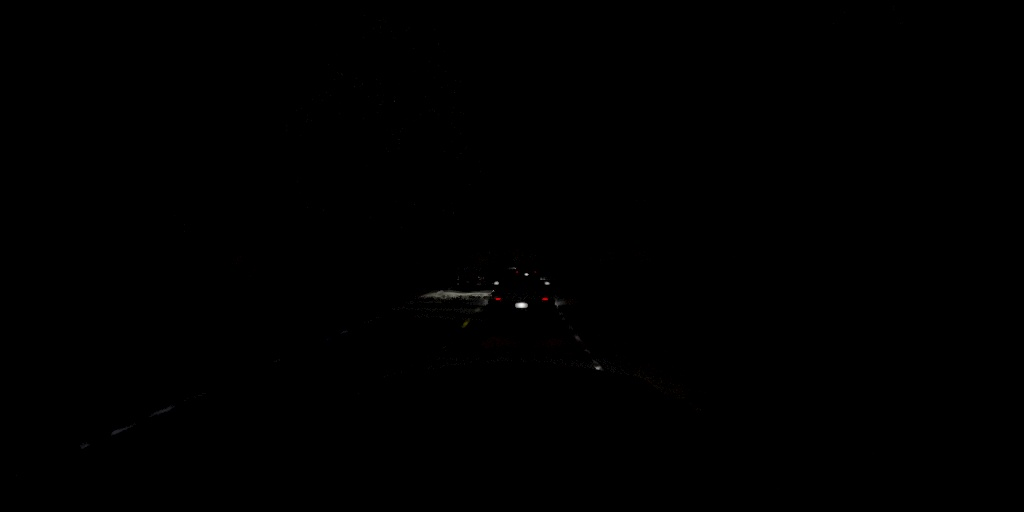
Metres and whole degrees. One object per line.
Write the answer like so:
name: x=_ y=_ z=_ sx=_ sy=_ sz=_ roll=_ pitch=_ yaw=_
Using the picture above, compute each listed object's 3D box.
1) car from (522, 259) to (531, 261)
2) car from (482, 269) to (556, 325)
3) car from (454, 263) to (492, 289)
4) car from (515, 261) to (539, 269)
car: x=2.575 y=1.233 z=64.130 sx=2.128 sy=1.511 sz=4.902 roll=0 pitch=0 yaw=11
car: x=0.320 y=1.314 z=11.790 sx=1.994 sy=1.385 sz=4.181 roll=0 pitch=0 yaw=2
car: x=-2.365 y=1.223 z=23.047 sx=1.882 sy=1.535 sz=5.008 roll=0 pitch=0 yaw=4
car: x=1.193 y=1.313 z=28.133 sx=1.994 sy=1.385 sz=4.181 roll=0 pitch=0 yaw=4
